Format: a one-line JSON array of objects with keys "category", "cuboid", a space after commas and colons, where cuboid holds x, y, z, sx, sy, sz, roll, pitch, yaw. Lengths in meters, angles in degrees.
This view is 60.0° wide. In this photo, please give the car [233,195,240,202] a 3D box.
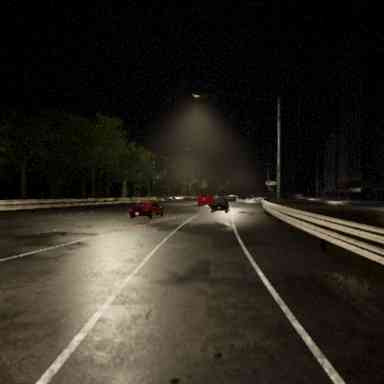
[{"category": "car", "cuboid": [10.788, 1.891, 88.300, 1.994, 1.385, 4.181, 1, 0, 13]}]

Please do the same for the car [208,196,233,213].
[{"category": "car", "cuboid": [3.417, 1.578, 39.367, 1.882, 1.535, 5.008, 0, 0, 10]}]

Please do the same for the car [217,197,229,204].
[{"category": "car", "cuboid": [6.595, 1.737, 70.796, 1.837, 1.490, 4.892, 1, 0, 14]}]

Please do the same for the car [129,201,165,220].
[{"category": "car", "cuboid": [-3.723, 1.521, 28.002, 1.812, 1.442, 4.674, 1, 0, 14]}]

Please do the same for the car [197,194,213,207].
[{"category": "car", "cuboid": [2.380, 1.347, 53.317, 2.150, 2.045, 5.566, 1, 0, 14]}]
